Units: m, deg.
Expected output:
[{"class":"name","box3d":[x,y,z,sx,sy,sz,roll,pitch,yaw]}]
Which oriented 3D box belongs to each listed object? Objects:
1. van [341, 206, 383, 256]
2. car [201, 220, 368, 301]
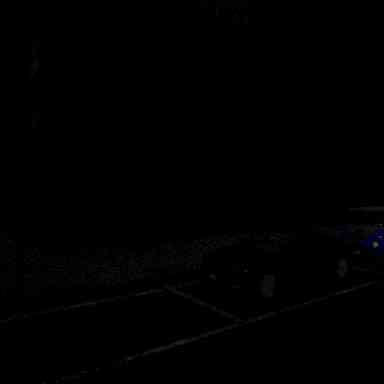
[{"class":"van","box3d":[6.884,1.375,11.670,3.998,1.788,1.690,0,0,-35]},{"class":"car","box3d":[2.274,1.563,8.384,4.507,1.381,1.887,0,0,-35]}]
